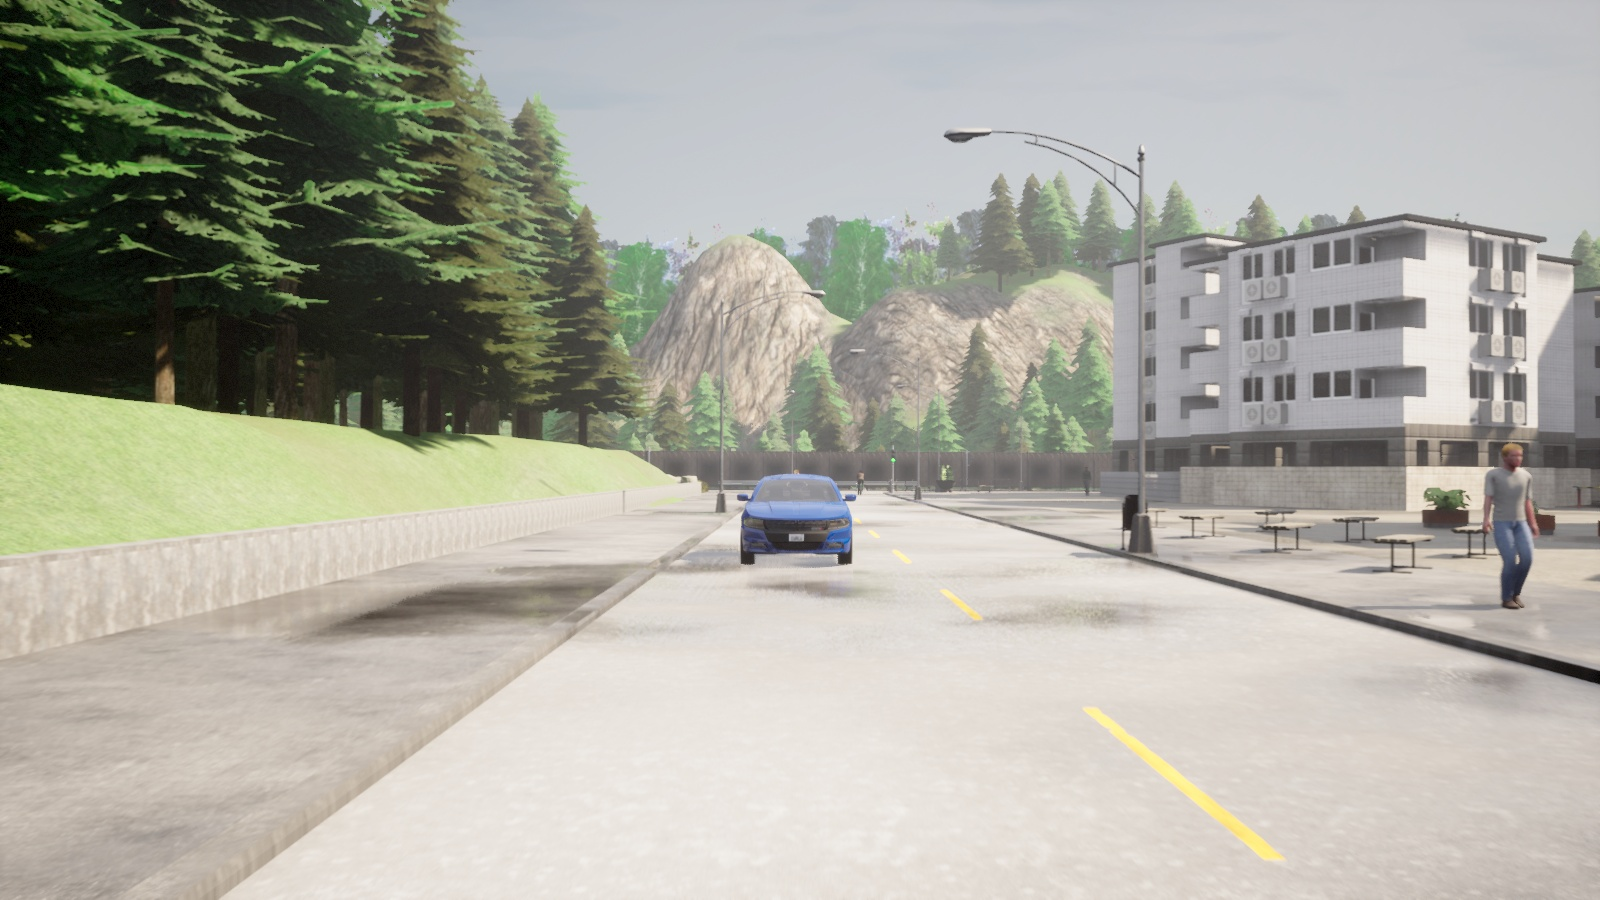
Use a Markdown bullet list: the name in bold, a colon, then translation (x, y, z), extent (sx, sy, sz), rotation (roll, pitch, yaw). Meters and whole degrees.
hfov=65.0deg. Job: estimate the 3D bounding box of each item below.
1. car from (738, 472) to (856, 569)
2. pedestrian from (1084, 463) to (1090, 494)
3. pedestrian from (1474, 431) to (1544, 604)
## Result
- **car**: translation (-0.052, 1.170, 22.550), extent (1.882, 1.535, 5.008), rotation (0, -1, 0)
- **pedestrian**: translation (17.360, 1.727, 75.963), extent (0.353, 1.847, 0.614), rotation (0, -1, 9)
- **pedestrian**: translation (7.712, 0.723, 13.680), extent (0.354, 1.836, 0.706), rotation (0, -1, 1)
